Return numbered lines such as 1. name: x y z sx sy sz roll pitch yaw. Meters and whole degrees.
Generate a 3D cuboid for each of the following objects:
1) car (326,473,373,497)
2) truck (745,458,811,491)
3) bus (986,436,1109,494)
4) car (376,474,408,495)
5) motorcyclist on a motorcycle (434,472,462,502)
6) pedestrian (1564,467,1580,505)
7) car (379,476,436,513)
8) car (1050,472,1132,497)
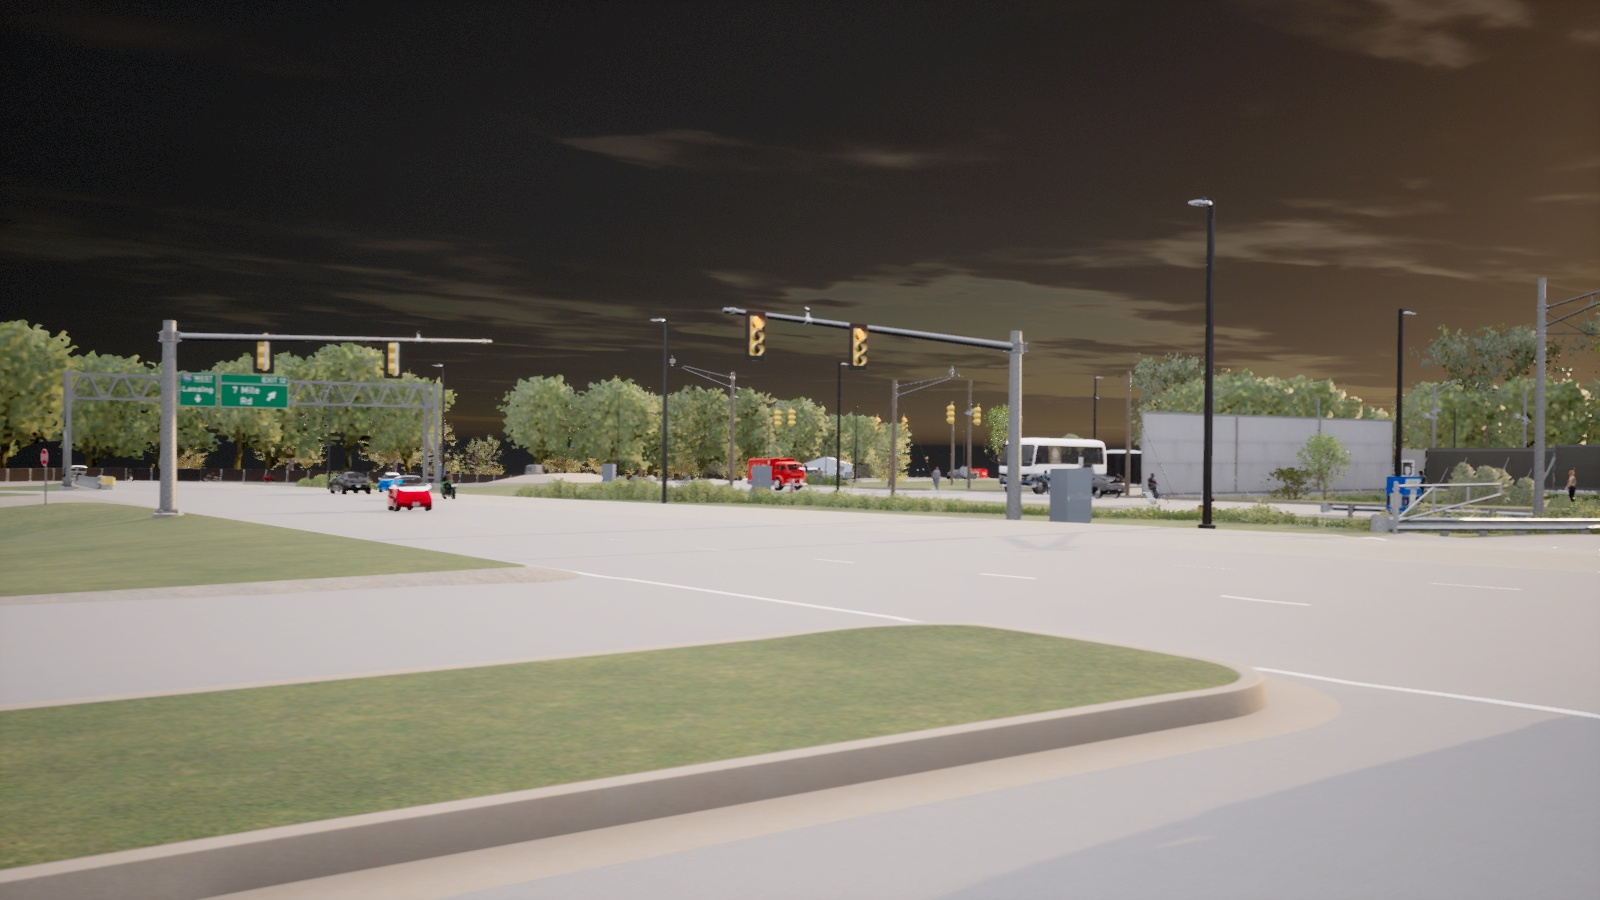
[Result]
1. car: -29.046 2.225 80.929 1.816 1.474 4.193 0 -1 -35
2. truck: -1.714 1.843 96.442 2.627 2.467 5.204 0 -1 -35
3. bus: 19.253 1.125 97.117 10.273 4.253 3.944 1 0 -42
4. car: -27.682 2.314 85.122 1.481 1.376 2.207 0 -1 -35
5. motorcyclist on a motorcycle: -18.300 1.904 65.304 0.797 1.523 2.044 0 -1 -35
6. pedestrian: 37.785 1.736 61.465 0.345 1.836 0.594 0 0 -34
7. car: -15.122 1.721 48.330 1.481 1.376 2.207 0 -2 -35
8. car: 18.345 2.164 79.464 2.128 1.511 4.902 0 0 -34
